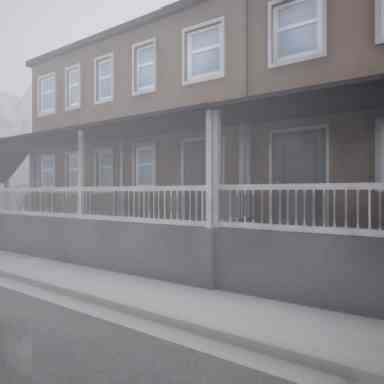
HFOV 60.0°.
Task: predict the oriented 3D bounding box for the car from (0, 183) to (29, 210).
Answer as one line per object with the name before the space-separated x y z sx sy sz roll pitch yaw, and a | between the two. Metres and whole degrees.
car | -15.187 0.727 27.240 2.150 2.045 5.566 0 14 34
